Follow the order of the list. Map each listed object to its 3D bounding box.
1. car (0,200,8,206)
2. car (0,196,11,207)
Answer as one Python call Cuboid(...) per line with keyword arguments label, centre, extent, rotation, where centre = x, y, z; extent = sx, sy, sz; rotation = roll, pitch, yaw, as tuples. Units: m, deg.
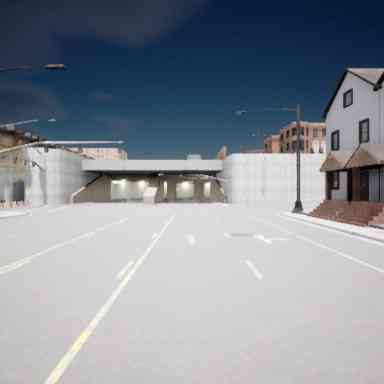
Cuboid(label="car", centre=(-28.994, 1.254, 47.575), extent=(1.853, 1.218, 4.536), rotation=(0, 0, 29))
Cuboid(label="car", centre=(-28.970, 1.411, 47.621), extent=(2.038, 1.542, 4.974), rotation=(0, 0, 29))
